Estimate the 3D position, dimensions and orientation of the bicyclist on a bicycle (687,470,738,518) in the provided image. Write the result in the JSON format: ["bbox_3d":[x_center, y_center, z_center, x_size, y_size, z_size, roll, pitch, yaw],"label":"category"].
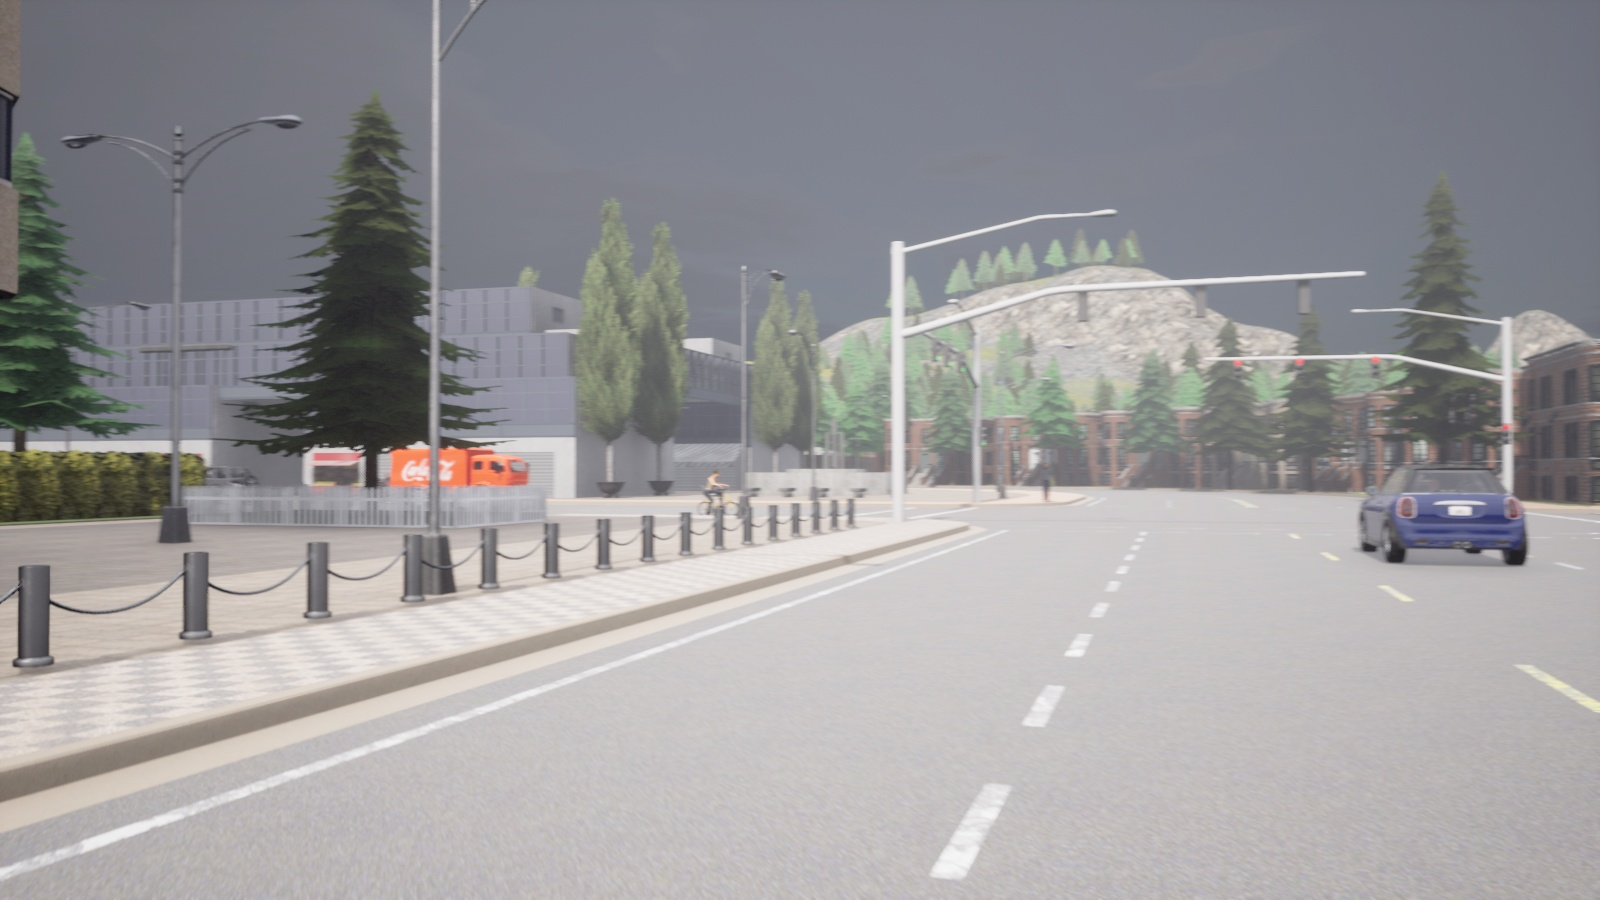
[{"bbox_3d":[-2.988,1.489,42.730,1.509,1.612,0.866,-1,-1,17],"label":"bicyclist on a bicycle"}]

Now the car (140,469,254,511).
[{"bbox_3d":[-27.495,1.804,57.270,4.605,1.855,1.932,-1,-1,16],"label":"car"}]

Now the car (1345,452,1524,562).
[{"bbox_3d":[11.290,0.965,22.696,2.097,1.767,4.553,-1,-1,17],"label":"car"}]

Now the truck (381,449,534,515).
[{"bbox_3d":[-13.445,1.260,49.471,5.204,2.467,2.627,-1,-1,16],"label":"truck"}]

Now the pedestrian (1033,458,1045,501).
[{"bbox_3d":[10.785,1.337,56.646,0.423,1.949,0.788,-1,-1,19],"label":"pedestrian"}]
